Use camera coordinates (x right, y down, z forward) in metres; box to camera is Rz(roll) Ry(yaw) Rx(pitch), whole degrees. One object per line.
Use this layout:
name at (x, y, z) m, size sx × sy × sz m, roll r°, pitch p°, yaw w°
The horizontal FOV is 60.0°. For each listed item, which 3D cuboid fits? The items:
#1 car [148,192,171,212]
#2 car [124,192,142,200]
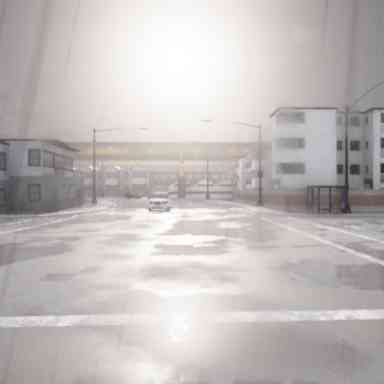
car at (-3.485, 1.032, 36.745) m, size 2.150 × 2.045 × 5.566 m, roll 0°, pitch 1°, yaw 0°
car at (-10.938, 0.695, 61.362) m, size 1.837 × 1.490 × 4.892 m, roll 2°, pitch 0°, yaw -33°
